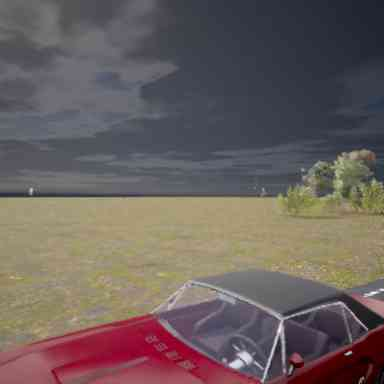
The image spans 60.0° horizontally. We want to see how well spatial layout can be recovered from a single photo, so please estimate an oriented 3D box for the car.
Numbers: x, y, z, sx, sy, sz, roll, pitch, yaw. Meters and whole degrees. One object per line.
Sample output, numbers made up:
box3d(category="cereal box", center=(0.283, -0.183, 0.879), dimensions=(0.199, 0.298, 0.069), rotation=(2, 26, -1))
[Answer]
box3d(category="car", center=(0.458, 1.615, 3.397), dimensions=(4.718, 1.301, 1.895), rotation=(0, 0, -35))
